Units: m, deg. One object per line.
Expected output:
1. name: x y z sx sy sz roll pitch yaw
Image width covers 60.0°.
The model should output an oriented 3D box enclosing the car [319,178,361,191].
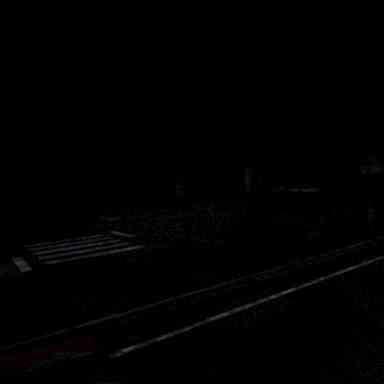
1. car: 18.913 -1.047 42.668 5.008 1.535 1.882 -2 4 17
